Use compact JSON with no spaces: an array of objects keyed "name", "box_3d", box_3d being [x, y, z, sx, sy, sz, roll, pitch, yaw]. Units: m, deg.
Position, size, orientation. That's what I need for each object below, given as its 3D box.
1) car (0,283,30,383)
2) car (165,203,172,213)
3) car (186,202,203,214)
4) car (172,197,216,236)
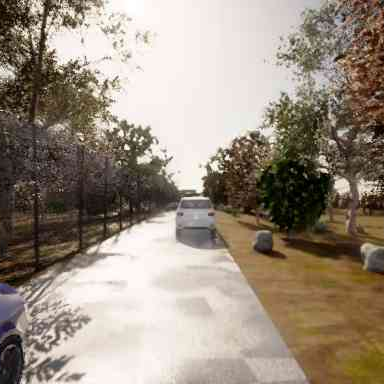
[{"name":"car","box_3d":[-2.844,1.527,2.238,1.812,1.442,4.674,0,0,0]},{"name":"car","box_3d":[-2.569,2.126,45.488,1.895,1.301,4.718,0,-1,1]},{"name":"car","box_3d":[0.330,1.991,41.747,2.033,1.411,5.357,0,-1,0]},{"name":"car","box_3d":[0.200,1.317,19.318,2.150,2.045,5.566,0,-1,0]}]
